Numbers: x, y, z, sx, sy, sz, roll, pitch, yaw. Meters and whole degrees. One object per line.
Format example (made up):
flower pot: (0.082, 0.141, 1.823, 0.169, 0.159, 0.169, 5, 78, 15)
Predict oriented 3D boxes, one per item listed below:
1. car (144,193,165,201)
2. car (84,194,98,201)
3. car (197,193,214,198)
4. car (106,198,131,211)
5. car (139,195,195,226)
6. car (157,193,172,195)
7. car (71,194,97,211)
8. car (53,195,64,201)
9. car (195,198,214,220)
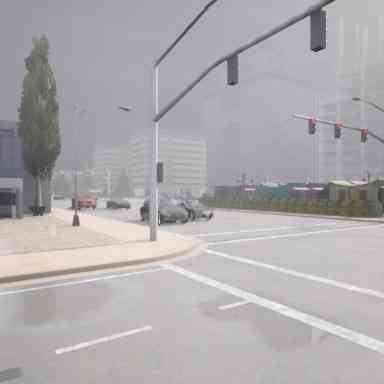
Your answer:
car: (-9.109, 1.153, 81.147, 4.605, 1.855, 1.932, 0, 0, -34)
car: (-23.387, 1.339, 76.816, 1.837, 1.490, 4.892, 0, 0, -34)
car: (3.462, 1.156, 62.465, 3.866, 1.878, 1.905, 0, 0, -34)
car: (-9.269, 1.477, 41.659, 1.882, 1.535, 5.008, 0, 0, -32)
car: (-2.094, 1.352, 23.871, 2.097, 1.767, 4.553, 0, 0, -32)
car: (-7.537, 1.156, 78.716, 3.866, 1.878, 1.905, 0, 0, -34)
car: (-13.777, 1.220, 42.230, 2.150, 2.045, 5.566, 0, 0, -32)
car: (-35.264, 1.478, 88.004, 1.882, 1.535, 5.008, 0, 0, -35)
car: (-0.142, 1.491, 27.320, 2.128, 1.511, 4.902, 0, 0, -33)
